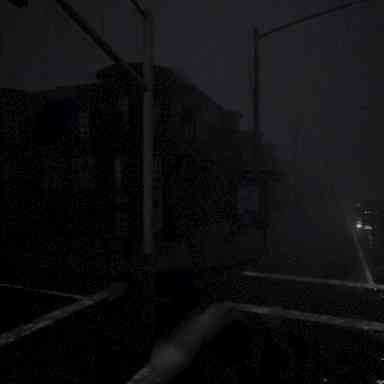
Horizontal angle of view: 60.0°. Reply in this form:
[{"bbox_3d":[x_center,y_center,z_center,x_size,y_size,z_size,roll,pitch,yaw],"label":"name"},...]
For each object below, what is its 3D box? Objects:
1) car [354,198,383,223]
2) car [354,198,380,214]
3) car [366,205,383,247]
[{"bbox_3d":[12.430,1.244,22.453,2.128,1.511,4.902,0,1,24],"label":"car"},{"bbox_3d":[16.471,1.255,31.570,1.895,1.301,4.718,0,1,24],"label":"car"},{"bbox_3d":[8.672,1.445,13.904,1.895,1.301,4.718,0,1,24],"label":"car"}]
